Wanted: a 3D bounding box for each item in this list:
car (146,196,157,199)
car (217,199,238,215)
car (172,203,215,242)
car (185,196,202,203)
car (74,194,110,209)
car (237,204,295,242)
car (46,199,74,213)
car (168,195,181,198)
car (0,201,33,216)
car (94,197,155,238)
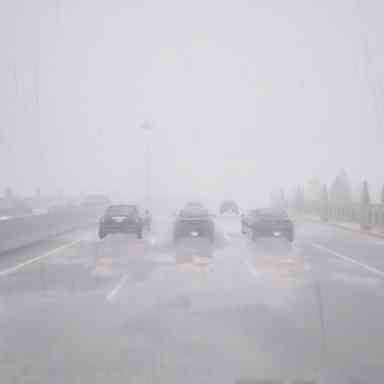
[{"bbox_3d":[-9.162,1.518,72.142,1.812,1.442,4.674,0,0,23],"label":"car"},{"bbox_3d":[3.781,1.518,34.531,1.837,1.490,4.892,0,0,2],"label":"car"},{"bbox_3d":[0.096,1.511,16.369,1.837,1.490,4.892,0,0,0],"label":"car"},{"bbox_3d":[0.282,1.518,34.532,1.837,1.490,4.892,0,0,2],"label":"car"},{"bbox_3d":[-10.333,1.232,35.879,2.150,2.045,5.566,0,0,3],"label":"car"},{"bbox_3d":[3.596,1.511,16.434,1.837,1.490,4.892,0,0,0],"label":"car"},{"bbox_3d":[-13.810,1.539,35.675,1.812,1.442,4.674,0,0,4],"label":"car"},{"bbox_3d":[-4.030,1.481,75.071,1.837,1.490,4.892,0,0,23],"label":"car"},{"bbox_3d":[-17.420,1.576,32.537,1.994,1.385,4.181,0,0,2],"label":"car"},{"bbox_3d":[-3.405,1.359,17.752,2.097,1.767,4.553,0,0,0],"label":"car"}]
